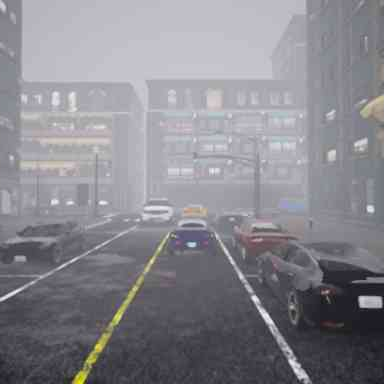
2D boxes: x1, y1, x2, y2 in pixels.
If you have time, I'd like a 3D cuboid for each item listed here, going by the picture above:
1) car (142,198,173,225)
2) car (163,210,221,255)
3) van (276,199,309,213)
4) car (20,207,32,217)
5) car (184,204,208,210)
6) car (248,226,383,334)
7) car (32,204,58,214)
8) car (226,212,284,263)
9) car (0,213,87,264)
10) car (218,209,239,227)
[{"bbox_3d":[-2.756,1.547,27.752,2.150,2.045,5.566,0,-1,0],"label":"car"},{"bbox_3d":[0.027,1.683,13.884,1.812,1.442,4.674,0,0,1],"label":"car"},{"bbox_3d":[13.085,1.794,43.139,3.998,1.788,1.690,0,-1,0],"label":"van"},{"bbox_3d":[-19.657,1.918,34.954,4.097,1.590,1.967,0,-1,0],"label":"car"},{"bbox_3d":[0.301,1.815,29.206,1.882,1.535,5.008,0,0,6],"label":"car"},{"bbox_3d":[2.574,1.644,6.872,1.947,1.339,4.313,1,-1,0],"label":"car"},{"bbox_3d":[-19.699,2.212,43.090,4.403,1.369,2.008,0,-1,0],"label":"car"},{"bbox_3d":[2.574,1.686,12.437,1.887,1.381,4.507,1,-1,0],"label":"car"},{"bbox_3d":[-5.273,1.706,12.412,1.947,1.339,4.313,1,-1,0],"label":"car"},{"bbox_3d":[2.575,1.837,23.563,1.947,1.339,4.313,1,-1,0],"label":"car"}]
